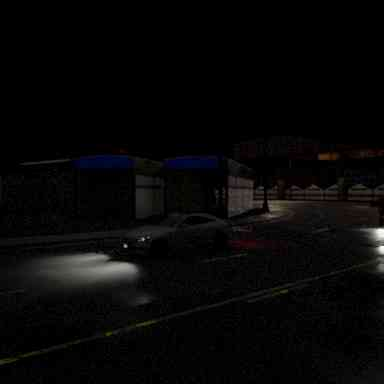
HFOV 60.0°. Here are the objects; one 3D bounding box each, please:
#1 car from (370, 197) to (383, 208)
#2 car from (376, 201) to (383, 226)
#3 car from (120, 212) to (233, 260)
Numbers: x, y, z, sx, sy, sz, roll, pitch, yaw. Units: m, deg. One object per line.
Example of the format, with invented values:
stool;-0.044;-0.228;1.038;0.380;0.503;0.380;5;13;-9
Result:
car;26.576;1.477;45.782;1.882;1.535;5.008;0;0;-4
car;13.789;1.561;22.535;1.812;1.442;4.674;0;0;31
car;-0.439;1.514;12.651;4.674;1.442;1.812;-1;0;-40
